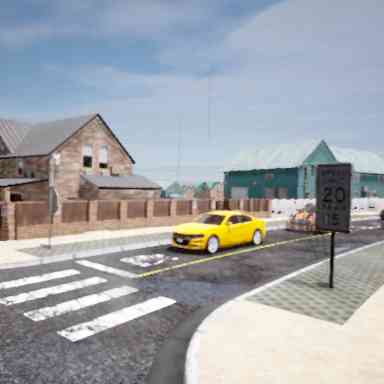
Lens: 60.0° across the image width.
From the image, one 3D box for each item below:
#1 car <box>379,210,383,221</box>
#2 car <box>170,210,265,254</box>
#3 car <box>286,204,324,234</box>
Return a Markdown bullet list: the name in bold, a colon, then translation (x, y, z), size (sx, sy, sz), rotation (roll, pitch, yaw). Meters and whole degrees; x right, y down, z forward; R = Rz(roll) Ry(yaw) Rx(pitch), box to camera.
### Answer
- **car**: translation (18.468, 1.786, 29.287), size (4.892, 1.490, 1.837), rotation (1, 1, -34)
- **car**: translation (1.252, 1.576, 14.373), size (1.882, 1.535, 5.008), rotation (2, 1, 44)
- **car**: translation (7.913, 1.535, 20.926), size (4.553, 1.767, 2.097), rotation (1, 1, -41)
